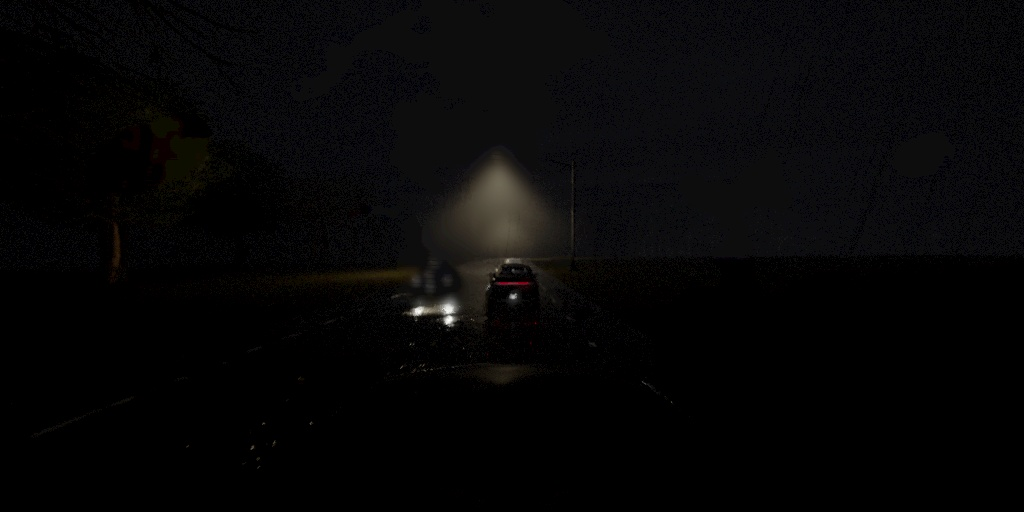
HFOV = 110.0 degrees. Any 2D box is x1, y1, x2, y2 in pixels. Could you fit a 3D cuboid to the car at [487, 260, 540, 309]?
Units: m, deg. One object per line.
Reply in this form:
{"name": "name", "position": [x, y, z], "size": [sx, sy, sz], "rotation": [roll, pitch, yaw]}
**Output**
{"name": "car", "position": [0.060, 1.084, 14.102], "size": [2.128, 1.511, 4.902], "rotation": [0, 1, 0]}

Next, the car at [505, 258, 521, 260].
{"name": "car", "position": [0.097, 0.864, 33.586], "size": [1.895, 1.301, 4.718], "rotation": [0, 1, 0]}

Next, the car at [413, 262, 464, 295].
{"name": "car", "position": [-3.551, 1.054, 17.966], "size": [1.812, 1.442, 4.674], "rotation": [0, 1, 0]}
